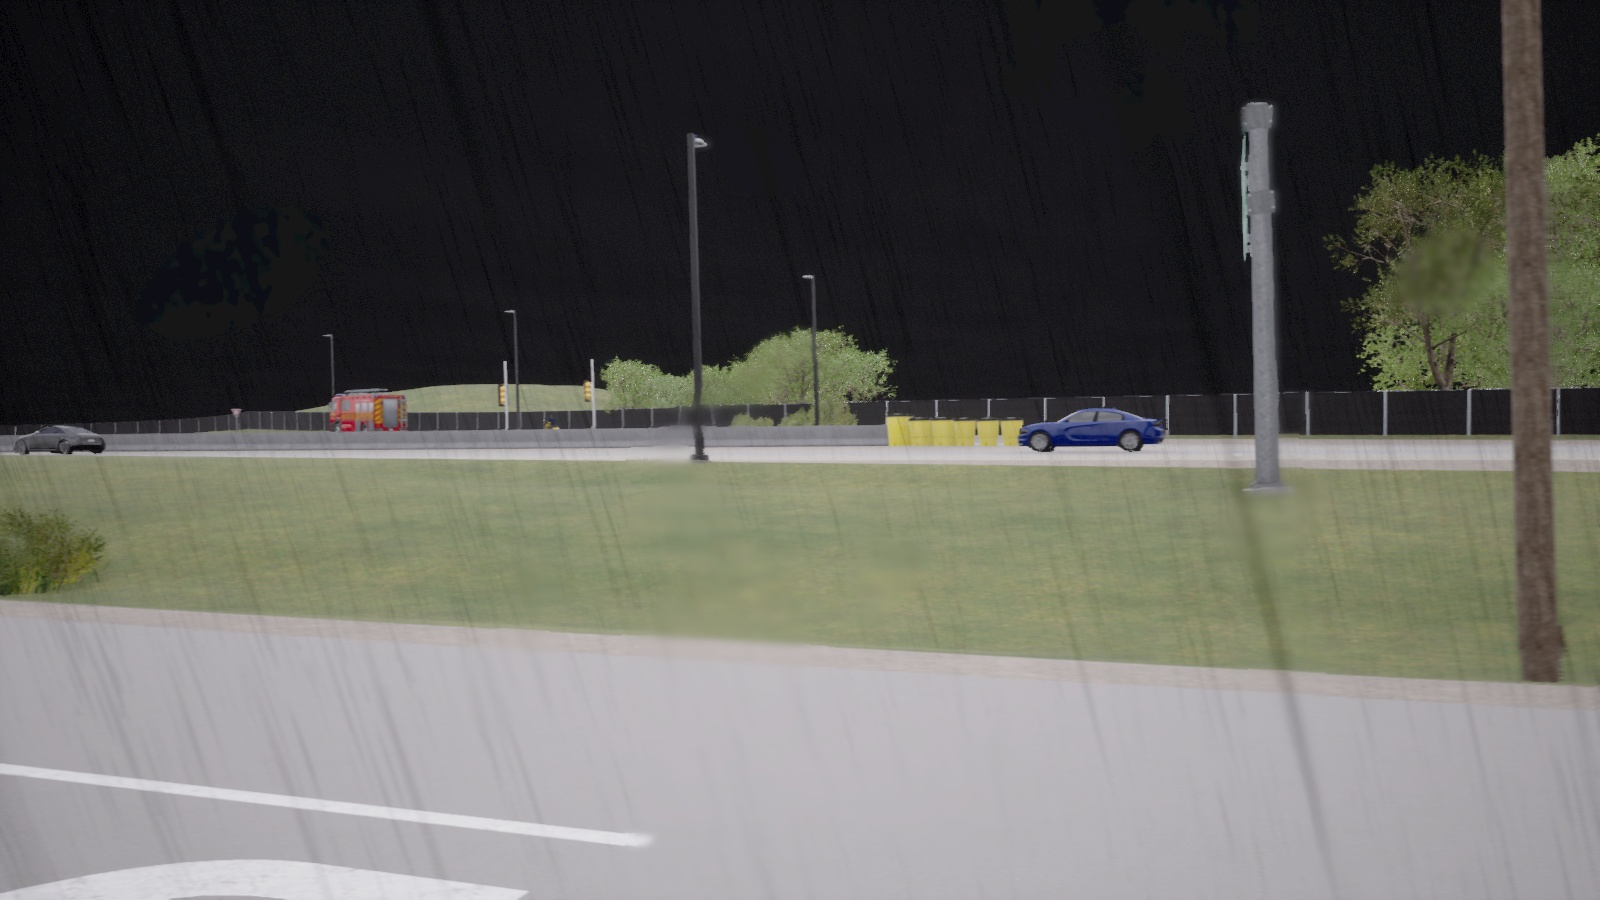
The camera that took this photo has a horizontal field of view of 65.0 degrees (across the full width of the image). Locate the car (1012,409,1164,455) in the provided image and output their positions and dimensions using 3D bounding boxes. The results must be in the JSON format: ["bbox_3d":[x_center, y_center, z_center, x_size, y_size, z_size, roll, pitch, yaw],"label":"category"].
[{"bbox_3d":[10.081,-0.627,43.969,5.008,1.535,1.882,0,1,19],"label":"car"}]

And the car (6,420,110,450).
[{"bbox_3d":[-35.357,-0.730,59.851,4.181,1.385,1.994,0,1,19],"label":"car"}]
